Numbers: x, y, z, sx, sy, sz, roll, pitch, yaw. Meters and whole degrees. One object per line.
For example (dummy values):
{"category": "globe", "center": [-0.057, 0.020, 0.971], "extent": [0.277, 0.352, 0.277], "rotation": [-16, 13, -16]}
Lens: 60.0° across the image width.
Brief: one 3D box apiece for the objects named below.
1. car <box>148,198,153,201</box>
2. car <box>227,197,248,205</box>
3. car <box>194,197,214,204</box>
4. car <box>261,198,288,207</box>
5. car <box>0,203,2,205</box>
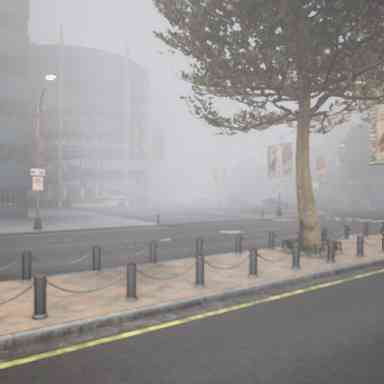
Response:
{"category": "car", "center": [-12.610, 1.787, 85.047], "extent": [4.718, 1.301, 1.895], "rotation": [0, 0, 13]}
{"category": "car", "center": [8.720, 1.711, 63.948], "extent": [1.882, 1.535, 5.008], "rotation": [0, 0, -34]}
{"category": "car", "center": [2.569, 1.753, 72.035], "extent": [2.128, 1.511, 4.902], "rotation": [0, 0, -44]}
{"category": "car", "center": [13.964, 1.714, 56.163], "extent": [1.882, 1.535, 5.008], "rotation": [0, 0, -34]}
{"category": "car", "center": [-20.865, 1.311, 31.919], "extent": [4.674, 1.452, 2.002], "rotation": [0, 0, -34]}
